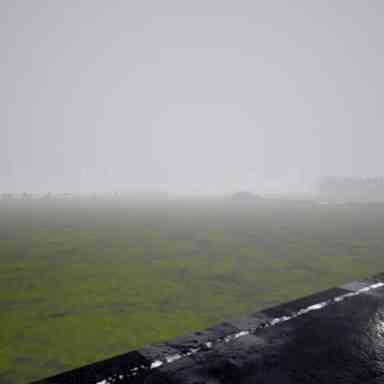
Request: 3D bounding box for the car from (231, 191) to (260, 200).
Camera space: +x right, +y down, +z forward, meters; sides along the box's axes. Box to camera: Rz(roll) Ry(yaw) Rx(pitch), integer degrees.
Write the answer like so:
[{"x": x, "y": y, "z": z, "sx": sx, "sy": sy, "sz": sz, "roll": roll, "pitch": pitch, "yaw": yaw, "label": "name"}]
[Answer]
[{"x": 8.624, "y": 0.582, "z": 54.172, "sx": 2.033, "sy": 1.411, "sz": 5.357, "roll": -2, "pitch": 2, "yaw": -35, "label": "car"}]
